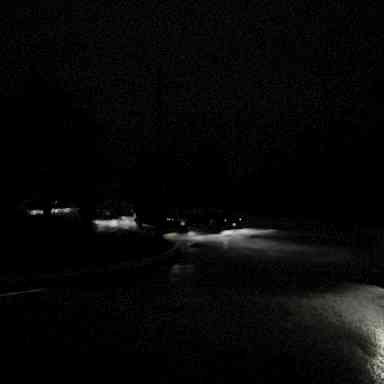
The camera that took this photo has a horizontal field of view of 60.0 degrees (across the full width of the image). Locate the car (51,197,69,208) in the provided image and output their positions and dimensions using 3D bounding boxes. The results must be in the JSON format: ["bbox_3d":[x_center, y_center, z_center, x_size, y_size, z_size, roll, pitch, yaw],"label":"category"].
[{"bbox_3d":[-20.496,1.546,51.007,2.097,1.767,4.553,0,0,-38],"label":"car"}]

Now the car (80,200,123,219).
[{"bbox_3d":[-8.540,1.581,29.904,2.128,1.511,4.902,1,0,-38],"label":"car"}]

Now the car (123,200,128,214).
[{"bbox_3d":[-7.187,1.606,33.874,2.128,1.511,4.902,0,0,-38],"label":"car"}]

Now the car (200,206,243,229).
[{"bbox_3d":[1.072,1.660,23.021,2.033,1.411,5.357,0,0,-37],"label":"car"}]

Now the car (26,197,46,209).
[{"bbox_3d":[-22.119,1.763,47.370,1.895,1.301,4.718,0,-1,-38],"label":"car"}]

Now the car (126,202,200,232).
[{"bbox_3d":[-1.984,1.580,21.243,2.128,1.511,4.902,0,0,-37],"label":"car"}]
